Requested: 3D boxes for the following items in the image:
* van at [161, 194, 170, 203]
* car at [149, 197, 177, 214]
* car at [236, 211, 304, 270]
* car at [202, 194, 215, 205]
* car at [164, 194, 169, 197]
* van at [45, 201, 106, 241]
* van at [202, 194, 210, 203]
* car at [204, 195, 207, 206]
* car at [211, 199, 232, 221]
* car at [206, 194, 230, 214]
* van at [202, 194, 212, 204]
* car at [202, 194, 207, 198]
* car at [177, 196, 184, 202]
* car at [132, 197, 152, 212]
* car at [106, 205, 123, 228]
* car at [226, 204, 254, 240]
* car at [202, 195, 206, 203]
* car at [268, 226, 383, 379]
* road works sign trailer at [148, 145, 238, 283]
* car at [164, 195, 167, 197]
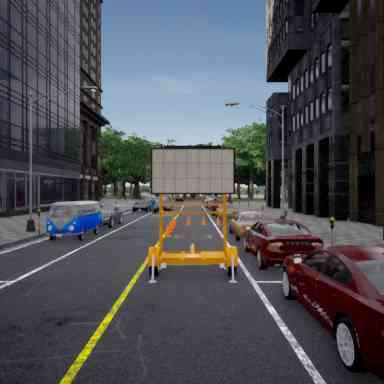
[{"bbox_3d":[-5.569,1.363,70.764,1.690,1.788,3.998,0,0,0],"label":"van"},{"bbox_3d":[-3.004,1.551,35.450,2.033,1.411,5.357,0,0,0],"label":"car"},{"bbox_3d":[2.792,1.545,10.927,1.887,1.381,4.507,0,0,0],"label":"car"},{"bbox_3d":[2.926,1.330,59.866,2.192,1.841,5.009,0,0,0],"label":"car"},{"bbox_3d":[-5.599,1.540,59.719,1.752,1.417,4.829,0,0,0],"label":"car"},{"bbox_3d":[-5.719,1.342,16.389,1.690,1.788,3.998,0,0,0],"label":"van"},{"bbox_3d":[2.956,1.363,70.741,1.690,1.788,3.998,0,0,0],"label":"van"},{"bbox_3d":[2.882,1.532,43.722,1.752,1.417,4.829,0,0,0],"label":"car"},{"bbox_3d":[2.837,1.527,27.410,1.752,1.417,4.829,0,0,0],"label":"car"},{"bbox_3d":[2.851,1.318,32.678,2.192,1.841,5.009,0,0,0],"label":"car"},{"bbox_3d":[2.941,1.359,65.303,1.690,1.788,3.998,0,0,0],"label":"van"},{"bbox_3d":[2.911,1.452,54.428,1.967,1.590,4.097,0,0,0],"label":"car"},{"bbox_3d":[-2.794,1.624,74.617,1.895,1.301,4.718,0,0,0],"label":"car"},{"bbox_3d":[-5.659,1.571,38.139,1.947,1.339,4.313,0,0,0],"label":"car"},{"bbox_3d":[-5.704,1.552,21.826,2.008,1.369,4.403,0,0,0],"label":"car"},{"bbox_3d":[2.807,1.526,16.535,1.752,1.417,4.829,0,0,0],"label":"car"},{"bbox_3d":[2.896,1.554,48.990,1.887,1.381,4.507,0,0,0],"label":"car"},{"bbox_3d":[2.777,1.544,5.490,1.887,1.381,4.507,0,0,0],"label":"car"},{"bbox_3d":[0.026,0.464,9.640,2.380,3.560,2.880,0,0,0],"label":"road works sign trailer"},{"bbox_3d":[-5.614,1.578,54.451,1.947,1.339,4.313,0,0,0],"label":"car"}]
